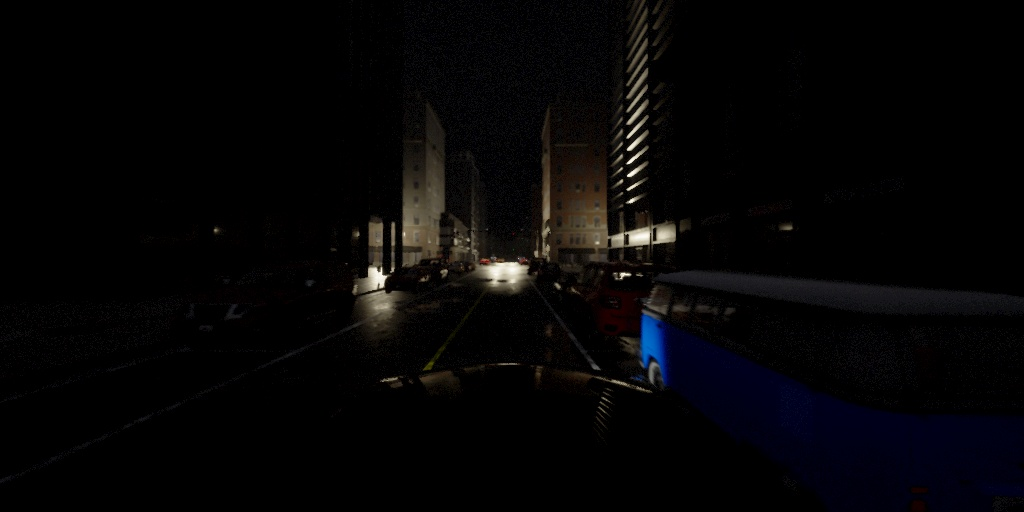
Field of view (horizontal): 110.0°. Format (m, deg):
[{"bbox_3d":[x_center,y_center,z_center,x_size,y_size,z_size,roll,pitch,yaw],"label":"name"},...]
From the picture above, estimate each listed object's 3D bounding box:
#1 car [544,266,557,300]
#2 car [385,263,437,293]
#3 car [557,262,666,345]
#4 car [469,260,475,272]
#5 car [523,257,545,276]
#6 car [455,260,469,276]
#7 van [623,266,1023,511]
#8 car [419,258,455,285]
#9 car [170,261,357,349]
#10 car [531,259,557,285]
[{"bbox_3d":[2.660,1.305,14.996,2.007,1.370,4.403,0,0,0],"label":"car"},{"bbox_3d":[-5.870,1.302,20.622,1.888,1.381,4.507,0,0,0],"label":"car"},{"bbox_3d":[2.663,1.067,9.371,2.192,1.841,5.009,0,0,0],"label":"car"},{"bbox_3d":[-5.884,1.314,43.121,1.888,1.381,4.507,0,0,0],"label":"car"},{"bbox_3d":[2.645,1.081,37.493,2.192,1.841,5.009,0,0,0],"label":"car"},{"bbox_3d":[-5.881,1.291,37.326,1.751,1.417,4.829,0,0,0],"label":"car"},{"bbox_3d":[2.667,1.091,3.747,1.690,1.789,3.998,0,0,0],"label":"van"},{"bbox_3d":[-5.874,1.075,26.247,2.192,1.841,5.009,0,0,0],"label":"car"},{"bbox_3d":[-5.863,1.067,9.373,2.192,1.841,5.009,0,0,0],"label":"car"},{"bbox_3d":[2.653,1.200,26.244,1.967,1.591,4.097,0,0,0],"label":"car"}]
